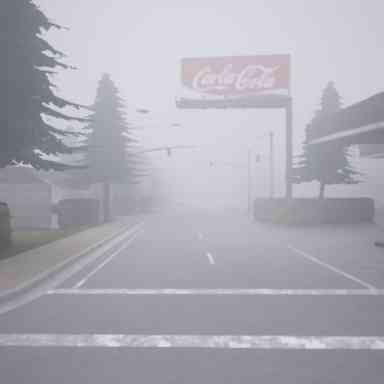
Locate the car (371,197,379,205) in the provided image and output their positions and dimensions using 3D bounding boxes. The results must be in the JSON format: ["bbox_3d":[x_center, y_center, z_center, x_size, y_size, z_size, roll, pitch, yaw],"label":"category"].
[{"bbox_3d":[42.052,2.065,77.881,1.932,1.855,4.605,0,-1,-2],"label":"car"}]

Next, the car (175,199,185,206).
[{"bbox_3d":[-2.438,2.244,69.206,1.812,1.442,4.674,0,-1,-1],"label":"car"}]

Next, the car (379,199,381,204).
[{"bbox_3d":[36.157,2.057,59.211,2.007,1.523,4.514,0,-1,-2],"label":"car"}]
